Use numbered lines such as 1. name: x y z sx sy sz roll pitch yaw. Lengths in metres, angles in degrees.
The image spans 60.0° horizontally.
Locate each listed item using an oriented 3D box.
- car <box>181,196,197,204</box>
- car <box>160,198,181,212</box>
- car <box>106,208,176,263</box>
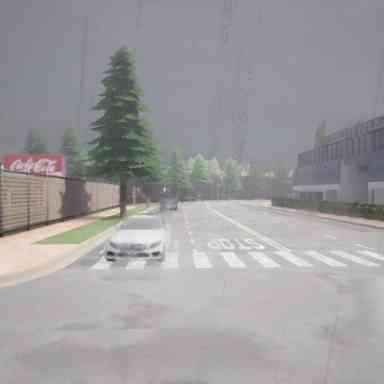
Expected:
1. car: -0.662 1.463 62.920 1.895 1.301 4.718 0 0 20
2. car: -2.617 1.501 38.251 2.128 1.511 4.902 0 0 -2
3. car: -1.735 1.541 12.168 1.812 1.442 4.674 0 0 1
